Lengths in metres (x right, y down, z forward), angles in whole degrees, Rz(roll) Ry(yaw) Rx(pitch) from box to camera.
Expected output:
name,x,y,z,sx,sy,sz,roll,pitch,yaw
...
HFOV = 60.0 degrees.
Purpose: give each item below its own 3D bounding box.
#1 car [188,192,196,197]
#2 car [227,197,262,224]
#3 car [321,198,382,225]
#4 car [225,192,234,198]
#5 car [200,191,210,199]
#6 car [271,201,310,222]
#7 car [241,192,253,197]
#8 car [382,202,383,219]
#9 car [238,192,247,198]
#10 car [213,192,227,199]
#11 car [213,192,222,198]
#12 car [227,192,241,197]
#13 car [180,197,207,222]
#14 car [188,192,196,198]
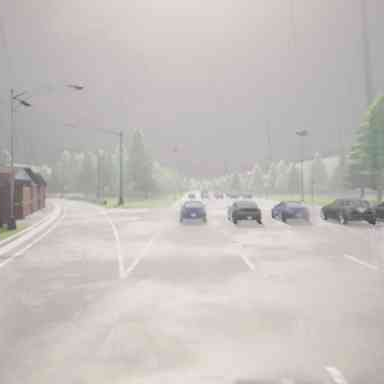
name,x,y,z,sx,sy,sz,roll,pitch,yaw
car,0.003,0.995,83.828,2.128,1.511,4.902,0,0,0
car,3.601,1.359,23.277,1.837,1.490,4.892,0,0,0
car,10.599,1.208,22.905,2.097,1.767,4.553,0,0,0
car,10.503,0.751,92.996,1.837,1.490,4.892,0,0,0
car,3.503,1.022,83.828,1.994,1.385,4.181,0,0,0
car,7.101,1.373,24.273,1.812,1.442,4.674,0,0,0
car,14.003,0.947,83.827,1.882,1.535,5.008,0,0,0
car,14.101,1.358,23.270,1.837,1.490,4.892,0,0,0
car,14.003,0.751,92.996,1.837,1.490,4.892,0,0,0
car,7.003,0.995,83.827,2.128,1.511,4.902,0,0,0
car,7.003,0.776,92.996,2.128,1.511,4.902,0,0,0
car,10.502,0.970,83.827,1.837,1.490,4.892,0,0,0
car,0.101,1.373,24.304,1.812,1.442,4.674,0,0,0
car,0.003,0.776,92.997,2.128,1.511,4.902,0,0,0
